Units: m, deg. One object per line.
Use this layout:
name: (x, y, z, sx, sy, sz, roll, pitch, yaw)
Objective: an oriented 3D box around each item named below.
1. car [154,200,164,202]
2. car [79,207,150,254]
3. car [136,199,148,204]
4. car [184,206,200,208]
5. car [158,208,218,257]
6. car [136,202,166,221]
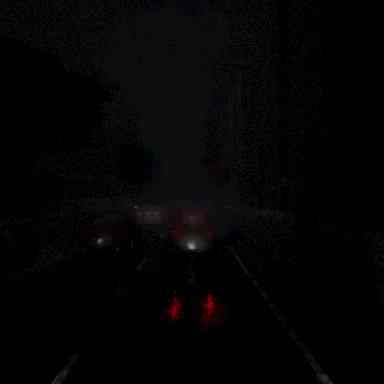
car: (-6.503, 2.185, 65.374, 1.994, 1.385, 4.181, 0, 0, 0)
car: (-3.217, 1.620, 14.253, 1.882, 1.535, 5.008, 0, 0, 1)
car: (-9.752, 2.102, 65.355, 1.882, 1.535, 5.008, 0, 0, 0)
car: (0.024, 1.882, 28.271, 1.895, 1.301, 4.718, 0, -1, 0)
car: (0.026, 1.628, 13.515, 2.128, 1.511, 4.902, 0, 0, 1)
car: (-3.235, 1.822, 27.549, 2.033, 1.411, 5.357, 0, -1, 0)
